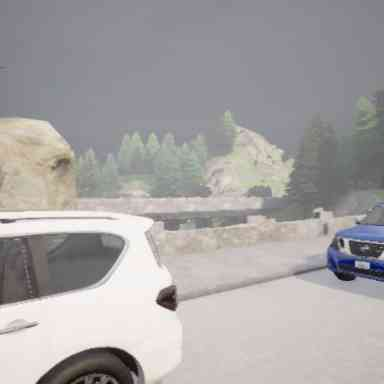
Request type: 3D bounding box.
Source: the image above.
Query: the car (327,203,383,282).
[{"bbox_3d":[5.936,1.239,8.817,5.566,2.045,2.150,0,0,-36],"label":"car"}]

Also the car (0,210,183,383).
[{"bbox_3d":[-2.701,1.222,2.666,5.566,2.045,2.150,0,0,-35],"label":"car"}]
